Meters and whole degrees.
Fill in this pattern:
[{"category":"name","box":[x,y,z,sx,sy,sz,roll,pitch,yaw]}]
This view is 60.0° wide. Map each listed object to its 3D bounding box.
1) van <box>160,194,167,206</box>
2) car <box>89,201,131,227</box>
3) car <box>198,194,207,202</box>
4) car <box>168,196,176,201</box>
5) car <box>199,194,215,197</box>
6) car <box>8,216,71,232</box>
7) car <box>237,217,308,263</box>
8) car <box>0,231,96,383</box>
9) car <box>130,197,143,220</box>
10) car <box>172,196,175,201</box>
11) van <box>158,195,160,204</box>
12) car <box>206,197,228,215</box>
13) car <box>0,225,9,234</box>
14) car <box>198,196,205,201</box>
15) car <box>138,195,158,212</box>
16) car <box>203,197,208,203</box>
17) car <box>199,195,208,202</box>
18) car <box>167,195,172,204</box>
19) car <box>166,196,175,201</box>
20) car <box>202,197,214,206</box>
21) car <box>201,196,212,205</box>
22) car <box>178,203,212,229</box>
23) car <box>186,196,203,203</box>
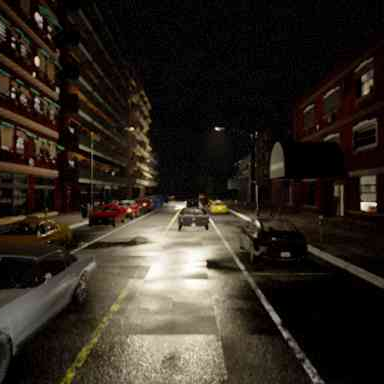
[{"category":"van","box":[-5.710,1.423,56.042,1.690,1.788,3.998,0,0,0]},{"category":"car","box":[-5.697,1.568,22.807,1.887,1.381,4.507,0,0,0]},{"category":"car","box":[2.660,1.469,83.744,2.192,1.841,5.009,0,0,0]},{"category":"car","box":[-5.725,1.739,94.816,2.008,1.369,4.403,0,0,0]},{"category":"car","box":[2.674,1.385,50.506,2.192,1.841,5.009,0,0,0]},{"category":"car","box":[-5.692,1.536,11.558,1.752,1.417,4.829,0,0,0]},{"category":"car","box":[2.688,1.562,11.731,2.008,1.369,4.403,0,0,0]},{"category":"car","box":[-3.099,1.605,5.322,1.895,1.301,4.718,0,0,0]},{"category":"car","box":[-5.699,1.471,28.345,1.967,1.590,4.097,0,0,0]},{"category":"car","box":[-5.720,1.720,83.740,1.947,1.339,4.313,0,0,0]},{"category":"van","box":[-5.705,1.399,44.965,1.690,1.788,3.998,0,0,0]},{"category":"car","box":[2.679,1.565,34.059,1.752,1.417,4.829,0,0,0]},{"category":"car","box":[-5.690,1.556,6.188,2.008,1.369,4.403,0,0,0]},{"category":"car","box":[2.655,1.771,94.819,1.802,1.307,4.206,0,0,0]},{"category":"car","box":[-5.703,1.363,39.425,2.192,1.841,5.009,0,0,0]},{"category":"car","box":[2.677,1.599,39.428,2.008,1.369,4.403,0,0,0]},{"category":"car","box":[2.663,1.580,78.203,1.967,1.590,4.097,0,0,0]},{"category":"car","box":[-5.714,1.425,67.121,2.192,1.841,5.009,0,0,0]},{"category":"car","box":[-5.723,1.721,89.278,2.008,1.369,4.403,0,0,0]},{"category":"car","box":[2.671,1.608,56.215,1.752,1.417,4.829,0,0,0]},{"category":"car","box":[2.669,1.536,61.585,1.967,1.590,4.097,0,0,0]},{"category":"car","box":[0.092,1.623,21.576,1.895,1.301,4.718,0,0,0]},{"category":"car","box":[0.083,1.607,45.628,2.033,1.411,5.357,0,0,0]}]
